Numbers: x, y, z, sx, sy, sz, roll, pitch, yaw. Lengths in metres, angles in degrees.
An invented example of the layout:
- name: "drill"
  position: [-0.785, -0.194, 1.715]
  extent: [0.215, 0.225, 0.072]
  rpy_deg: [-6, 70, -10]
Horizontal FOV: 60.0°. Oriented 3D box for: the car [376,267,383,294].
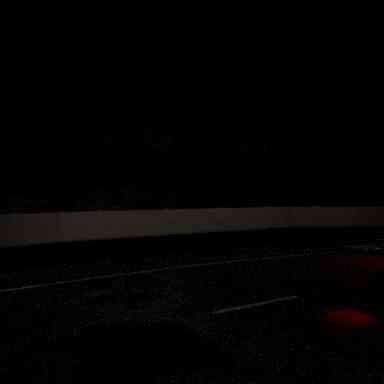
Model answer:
- name: "car"
  position: [6.237, 1.538, 6.666]
  extent: [5.357, 1.411, 2.033]
  rpy_deg: [0, 0, -23]
